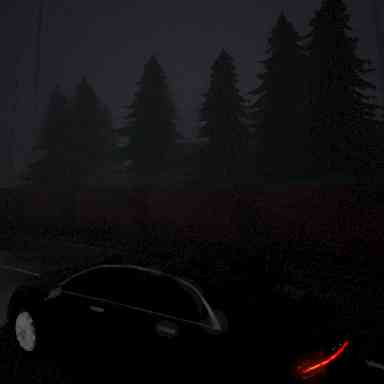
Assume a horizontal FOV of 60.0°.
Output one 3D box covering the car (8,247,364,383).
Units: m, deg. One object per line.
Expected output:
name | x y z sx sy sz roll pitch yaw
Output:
car | -0.509 1.506 4.352 4.892 1.490 1.837 1 0 35
